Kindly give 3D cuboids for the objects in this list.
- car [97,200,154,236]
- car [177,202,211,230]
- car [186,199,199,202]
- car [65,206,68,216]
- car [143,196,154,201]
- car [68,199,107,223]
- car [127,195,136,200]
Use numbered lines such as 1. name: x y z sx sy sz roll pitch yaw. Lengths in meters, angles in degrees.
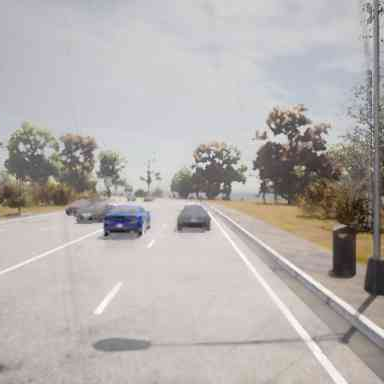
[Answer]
1. car: -3.397 1.437 18.115 1.882 1.535 5.008 0 0 0
2. car: 0.106 1.517 20.547 1.994 1.385 4.181 0 0 0
3. car: 0.063 1.514 38.713 1.895 1.301 4.718 0 0 -1
4. car: -10.605 1.453 32.084 1.812 1.442 4.674 0 0 0
5. car: -8.668 1.404 66.590 1.994 1.385 4.181 0 0 -7
6. car: -7.094 1.436 24.758 2.128 1.511 4.902 0 0 0
7. car: -12.994 1.356 71.753 2.128 1.511 4.902 0 0 -9
